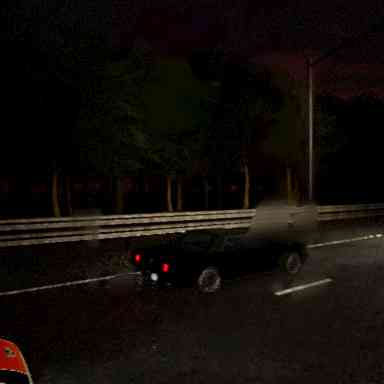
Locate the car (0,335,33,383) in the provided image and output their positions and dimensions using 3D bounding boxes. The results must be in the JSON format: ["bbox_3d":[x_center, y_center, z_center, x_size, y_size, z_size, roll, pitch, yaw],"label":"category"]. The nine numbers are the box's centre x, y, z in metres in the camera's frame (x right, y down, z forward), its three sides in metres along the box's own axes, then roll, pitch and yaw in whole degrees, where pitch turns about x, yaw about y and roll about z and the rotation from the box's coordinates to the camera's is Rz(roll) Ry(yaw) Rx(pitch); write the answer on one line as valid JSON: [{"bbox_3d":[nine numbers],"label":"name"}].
[{"bbox_3d":[-3.146,1.349,1.512,4.553,1.767,2.097,0,0,-35],"label":"car"}]

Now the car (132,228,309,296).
[{"bbox_3d":[0.950,1.611,8.731,4.718,1.301,1.895,0,0,-36],"label":"car"}]
